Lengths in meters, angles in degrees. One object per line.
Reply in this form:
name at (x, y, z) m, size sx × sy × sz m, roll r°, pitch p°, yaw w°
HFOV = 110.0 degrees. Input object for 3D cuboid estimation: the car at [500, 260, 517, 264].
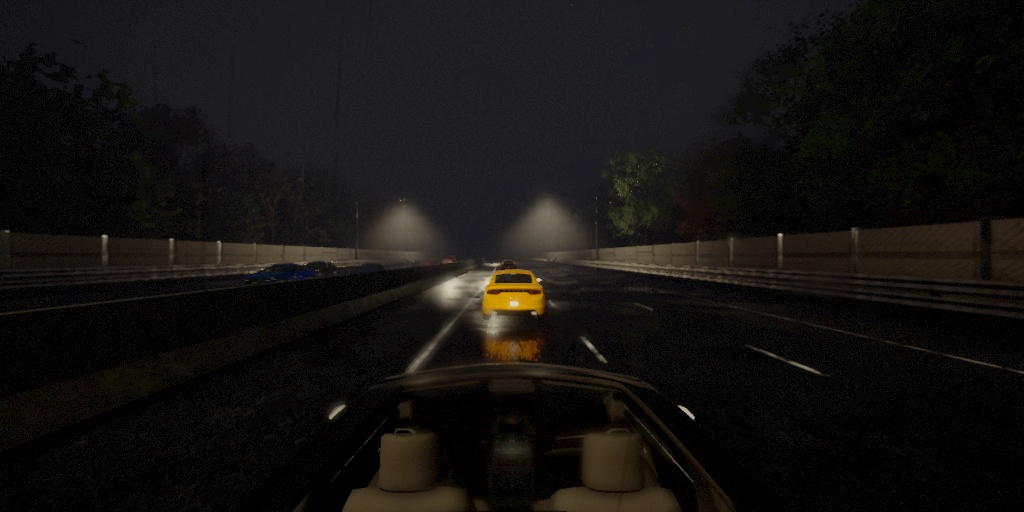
car at (-0.426, 1.233, 43.629) m, size 1.882 × 1.535 × 5.008 m, roll 0°, pitch 0°, yaw -1°

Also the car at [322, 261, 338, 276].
car at (-17.897, 1.259, 33.121) m, size 1.837 × 1.490 × 4.892 m, roll 0°, pitch 0°, yaw -1°

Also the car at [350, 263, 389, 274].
car at (-10.807, 1.280, 27.538) m, size 1.812 × 1.442 × 4.674 m, roll 0°, pitch 0°, yaw -1°

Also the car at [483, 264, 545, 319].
car at (0.050, 1.229, 12.796) m, size 1.882 × 1.535 × 5.008 m, roll 0°, pitch 0°, yaw 0°

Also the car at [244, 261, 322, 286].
car at (-14.238, 1.232, 22.312) m, size 1.882 × 1.535 × 5.008 m, roll 0°, pitch 0°, yaw -1°
